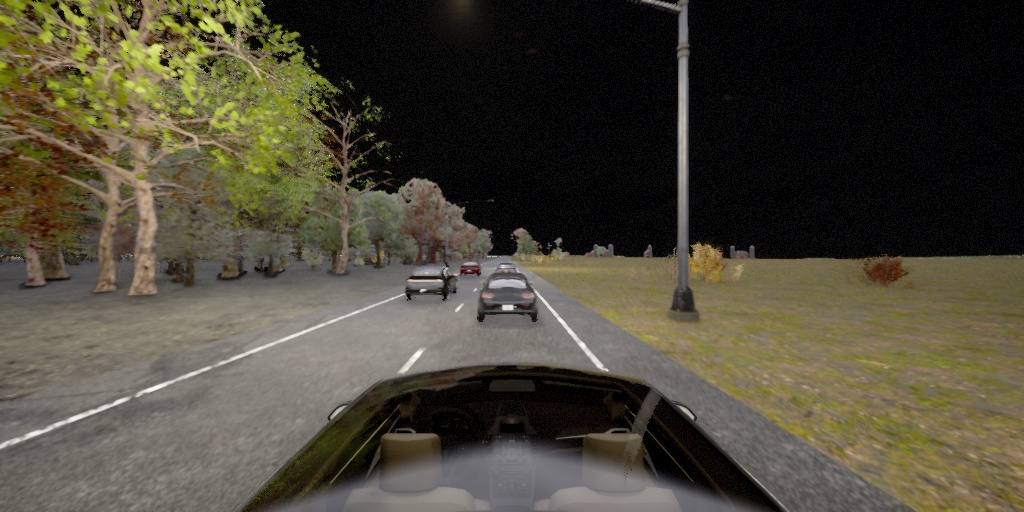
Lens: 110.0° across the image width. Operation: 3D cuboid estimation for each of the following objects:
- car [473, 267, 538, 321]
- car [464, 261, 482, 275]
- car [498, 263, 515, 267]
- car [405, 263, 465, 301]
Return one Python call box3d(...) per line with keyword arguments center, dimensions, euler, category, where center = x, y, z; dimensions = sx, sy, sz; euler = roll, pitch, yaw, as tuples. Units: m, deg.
box3d(center=(-0.155, 1.279, 12.340), dimensions=(1.812, 1.442, 4.674), euler=(0, 0, -1), category="car")
box3d(center=(-4.093, 1.238, 36.382), dimensions=(1.882, 1.535, 5.008), euler=(0, 0, -1), category="car")
box3d(center=(-0.484, 1.308, 30.439), dimensions=(2.033, 1.411, 5.357), euler=(0, 0, -1), category="car")
box3d(center=(-3.744, 1.244, 17.347), dimensions=(2.128, 1.511, 4.902), euler=(0, 0, -1), category="car")
